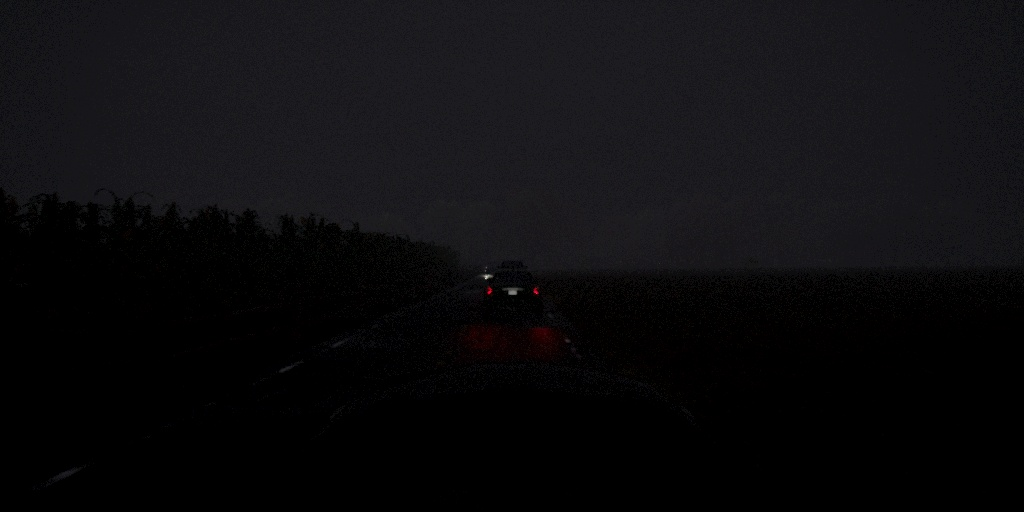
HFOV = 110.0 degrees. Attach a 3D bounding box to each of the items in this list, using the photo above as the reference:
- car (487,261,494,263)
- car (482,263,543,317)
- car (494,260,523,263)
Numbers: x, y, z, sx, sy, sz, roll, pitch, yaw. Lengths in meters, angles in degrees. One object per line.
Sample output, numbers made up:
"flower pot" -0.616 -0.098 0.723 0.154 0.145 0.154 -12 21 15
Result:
"car" -2.837 1.706 53.559 2.150 2.045 5.566 0 -1 0
"car" 0.044 1.274 14.106 2.097 1.767 4.553 0 -1 0
"car" 0.034 1.342 28.066 2.150 2.045 5.566 0 -1 0
